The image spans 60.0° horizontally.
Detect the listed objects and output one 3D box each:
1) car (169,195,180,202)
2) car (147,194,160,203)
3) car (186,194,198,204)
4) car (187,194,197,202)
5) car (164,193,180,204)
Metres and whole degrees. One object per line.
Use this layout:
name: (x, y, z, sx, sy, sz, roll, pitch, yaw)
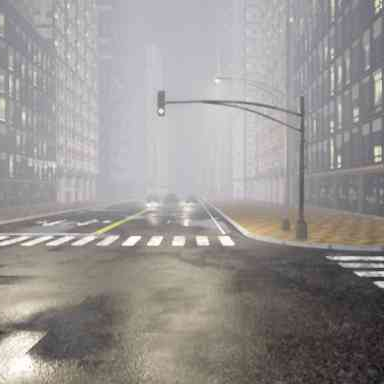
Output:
car: (-3.252, 1.187, 62.669, 1.895, 1.301, 4.718, 0, 0, 0)
car: (-6.502, 1.106, 56.805, 2.128, 1.511, 4.902, 0, 0, 0)
car: (-0.001, 1.235, 53.084, 1.895, 1.301, 4.718, 0, 0, 0)
car: (-0.001, 1.149, 63.056, 1.994, 1.385, 4.181, 0, 0, 0)
car: (-3.252, 0.988, 52.606, 2.097, 1.767, 4.553, 0, 0, 0)
